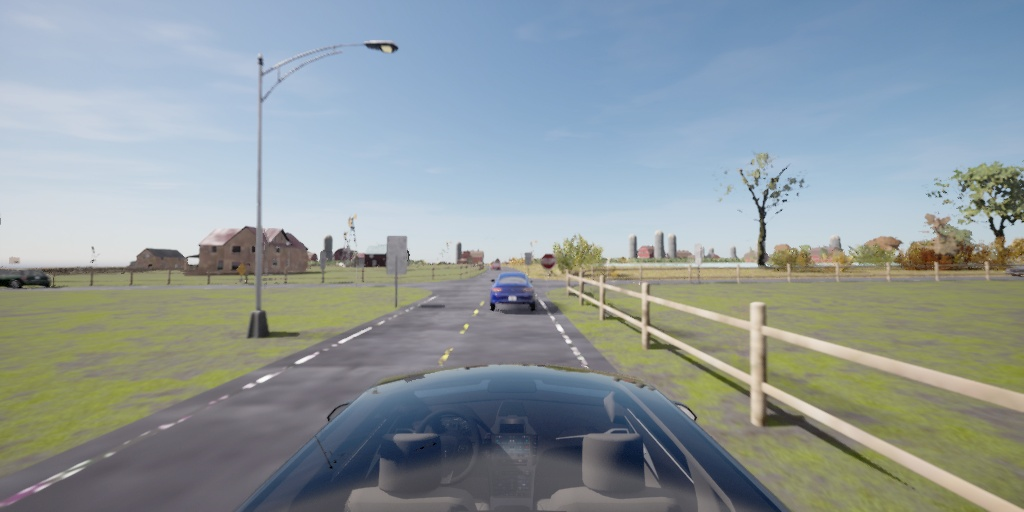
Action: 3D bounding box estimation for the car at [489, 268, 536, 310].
[{"bbox_3d":[0.039,1.435,15.591,1.812,1.442,4.674,0,-1,1],"label":"car"}]

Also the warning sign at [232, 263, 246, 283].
[{"bbox_3d":[-25.758,1.601,34.086,1.060,1.860,1.300,0,0,-1],"label":"warning sign"}]

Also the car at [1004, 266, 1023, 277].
[{"bbox_3d":[48.182,1.190,32.365,5.357,1.411,2.033,0,-2,0],"label":"car"}]

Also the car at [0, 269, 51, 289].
[{"bbox_3d":[-43.838,1.969,31.513,4.553,1.767,2.097,-1,-2,0],"label":"car"}]
